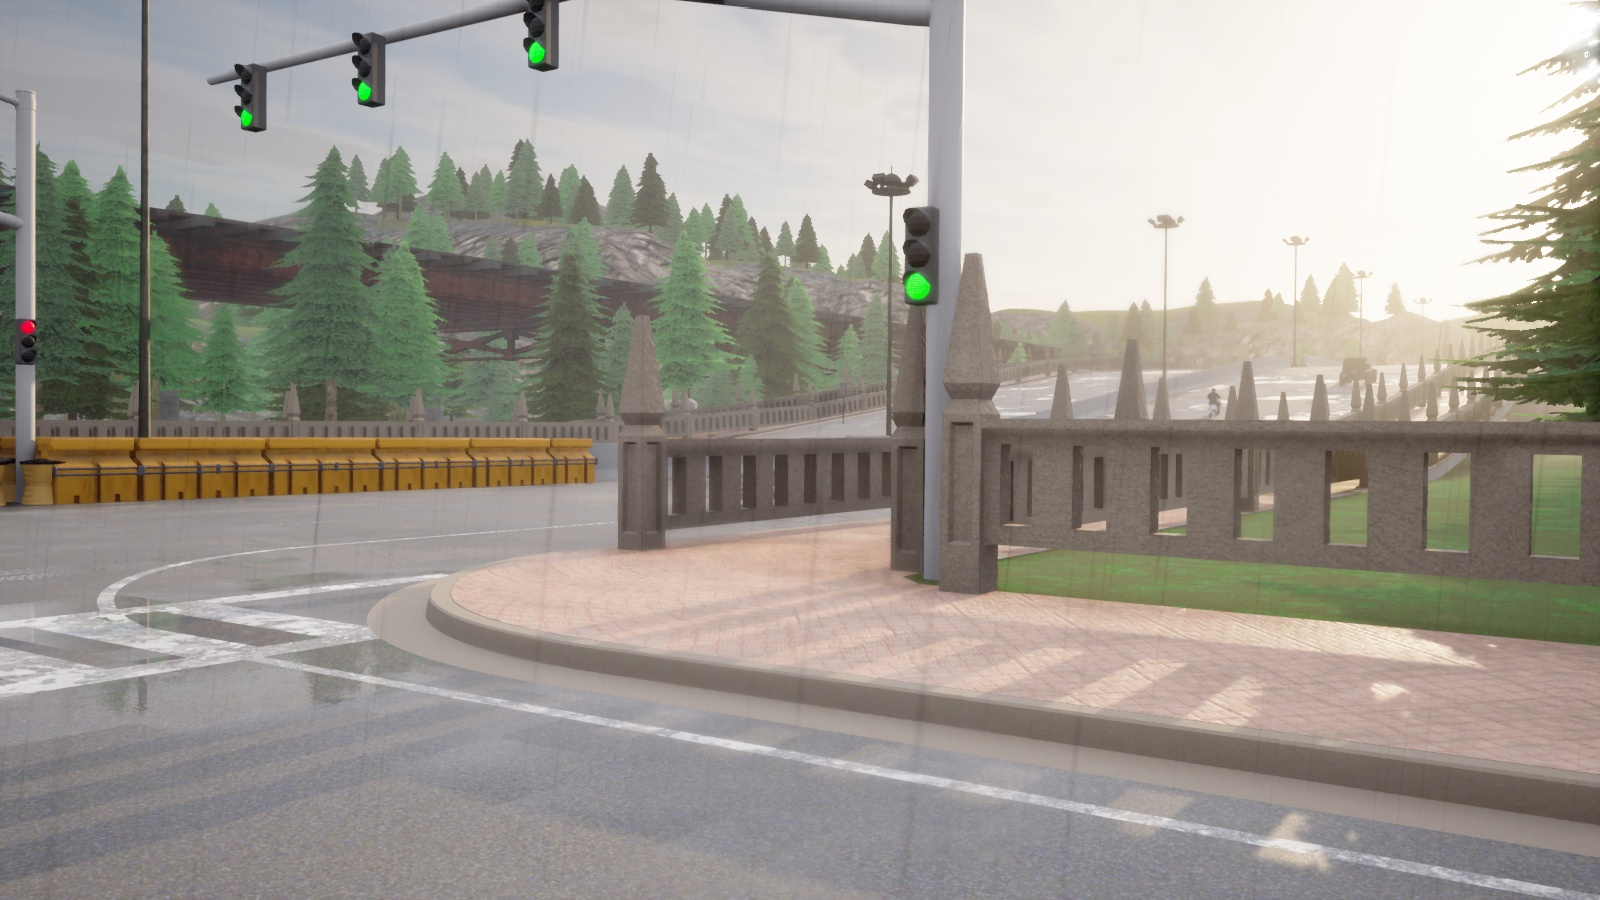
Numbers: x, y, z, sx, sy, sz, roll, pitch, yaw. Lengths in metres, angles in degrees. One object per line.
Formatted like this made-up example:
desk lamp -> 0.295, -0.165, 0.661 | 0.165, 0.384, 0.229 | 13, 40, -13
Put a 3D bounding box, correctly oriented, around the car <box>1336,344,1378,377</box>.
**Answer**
car -> 37.422, -6.035, 84.315 | 1.905, 1.878, 3.866 | 0, 8, 34
